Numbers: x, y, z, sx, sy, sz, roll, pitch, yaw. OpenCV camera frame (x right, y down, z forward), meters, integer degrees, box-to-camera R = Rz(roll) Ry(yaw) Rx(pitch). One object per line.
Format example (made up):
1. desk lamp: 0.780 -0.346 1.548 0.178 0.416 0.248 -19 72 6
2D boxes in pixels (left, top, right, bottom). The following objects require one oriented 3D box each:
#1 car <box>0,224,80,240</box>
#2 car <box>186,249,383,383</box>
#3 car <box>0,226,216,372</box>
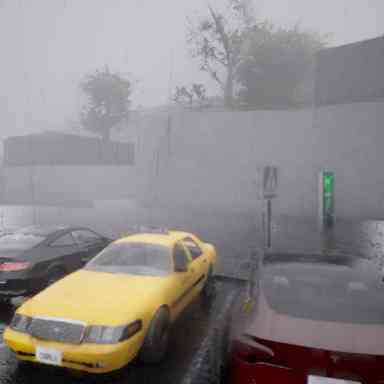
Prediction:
1. car: -3.208 1.492 8.089 2.002 1.452 4.674 0 -1 16
2. car: 1.653 1.514 4.653 2.163 1.488 4.792 0 -1 16
3. car: -0.826 1.461 6.179 1.946 1.575 5.366 1 0 16
